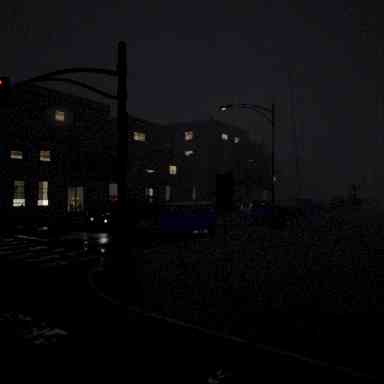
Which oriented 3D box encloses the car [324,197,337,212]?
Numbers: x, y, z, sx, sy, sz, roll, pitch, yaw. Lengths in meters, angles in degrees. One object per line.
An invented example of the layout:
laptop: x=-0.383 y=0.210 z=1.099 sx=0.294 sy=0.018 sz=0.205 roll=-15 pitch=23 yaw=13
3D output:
car: x=15.844 y=1.671 z=40.402 sx=1.752 sy=1.417 sz=4.829 roll=0 pitch=0 yaw=35

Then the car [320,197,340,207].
car: x=22.731 y=1.658 z=54.698 sx=1.882 sy=1.535 sz=5.008 roll=1 pitch=0 yaw=35

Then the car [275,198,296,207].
car: x=15.252 y=1.666 z=54.131 sx=1.887 sy=1.381 sz=4.507 roll=0 pitch=0 yaw=35

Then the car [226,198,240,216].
car: x=2.285 y=1.534 z=31.176 sx=1.882 sy=1.535 sz=5.008 roll=1 pitch=0 yaw=35

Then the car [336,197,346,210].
car: x=18.921 y=1.729 z=44.779 sx=1.947 sy=1.339 sz=4.313 roll=0 pitch=0 yaw=35

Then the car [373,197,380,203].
car: x=44.328 y=1.900 z=80.916 sx=1.947 sy=1.339 sz=4.313 roll=0 pitch=0 yaw=35

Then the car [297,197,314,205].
car: x=21.604 y=1.706 z=63.165 sx=1.887 sy=1.381 sz=4.507 roll=0 pitch=0 yaw=35

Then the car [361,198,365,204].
car: x=28.547 y=1.748 z=58.470 sx=1.752 sy=1.417 sz=4.829 roll=0 pitch=0 yaw=35

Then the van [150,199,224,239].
van: x=-0.133 y=1.407 z=17.677 sx=1.690 sy=1.788 sz=3.998 roll=0 pitch=0 yaw=35

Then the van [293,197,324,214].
van: x=12.571 y=1.469 z=35.745 sx=1.690 sy=1.788 sz=3.998 roll=0 pitch=0 yaw=35

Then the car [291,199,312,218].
car: x=9.393 y=1.656 z=31.228 sx=1.887 sy=1.381 sz=4.507 roll=0 pitch=0 yaw=35

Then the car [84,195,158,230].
car: x=-4.294 y=1.248 z=21.821 sx=2.150 sy=2.045 sz=5.566 roll=1 pitch=0 yaw=35

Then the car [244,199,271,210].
car: x=8.901 y=1.629 z=45.098 sx=1.887 sy=1.381 sz=4.507 roll=0 pitch=0 yaw=35

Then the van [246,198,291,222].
van: x=6.219 y=1.436 z=26.712 sx=1.690 sy=1.788 sz=3.998 roll=0 pitch=0 yaw=35

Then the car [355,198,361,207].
car: x=25.275 y=1.517 z=53.814 sx=2.192 sy=1.841 sz=5.009 roll=0 pitch=0 yaw=35

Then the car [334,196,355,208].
car: x=22.099 y=1.497 z=49.297 sx=2.192 sy=1.841 sz=5.009 roll=0 pitch=0 yaw=35

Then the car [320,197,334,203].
car: x=31.131 y=1.793 z=76.716 sx=1.947 sy=1.339 sz=4.313 roll=0 pitch=0 yaw=35

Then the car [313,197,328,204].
car: x=27.857 y=1.729 z=72.060 sx=1.752 sy=1.417 sz=4.829 roll=0 pitch=0 yaw=35

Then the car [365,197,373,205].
car: x=34.801 y=1.810 z=67.365 sx=1.887 sy=1.381 sz=4.507 roll=0 pitch=0 yaw=35

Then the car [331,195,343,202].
car: x=37.483 y=1.713 z=85.750 sx=1.967 sy=1.590 sz=4.097 roll=0 pitch=0 yaw=35

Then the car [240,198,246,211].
car: x=5.726 y=1.507 z=40.581 sx=1.967 sy=1.590 sz=4.097 roll=0 pitch=0 yaw=35

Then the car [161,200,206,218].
car: x=-0.725 y=1.559 z=31.407 sx=1.752 sy=1.417 sz=4.829 roll=0 pitch=0 yaw=35
